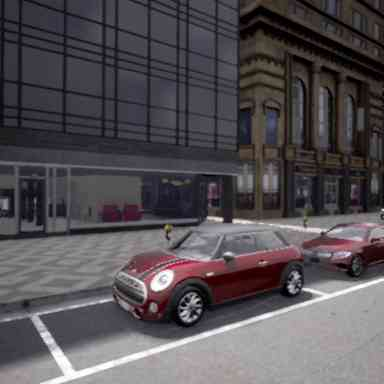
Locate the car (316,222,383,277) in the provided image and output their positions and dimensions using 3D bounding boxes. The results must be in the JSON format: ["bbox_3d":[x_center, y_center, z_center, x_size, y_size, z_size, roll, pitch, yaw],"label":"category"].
[{"bbox_3d":[5.043,1.612,10.244,4.206,1.307,1.802,0,0,-36],"label":"car"}]

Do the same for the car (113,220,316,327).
[{"bbox_3d":[0.456,1.453,6.970,4.097,1.590,1.967,0,0,-36],"label":"car"}]
